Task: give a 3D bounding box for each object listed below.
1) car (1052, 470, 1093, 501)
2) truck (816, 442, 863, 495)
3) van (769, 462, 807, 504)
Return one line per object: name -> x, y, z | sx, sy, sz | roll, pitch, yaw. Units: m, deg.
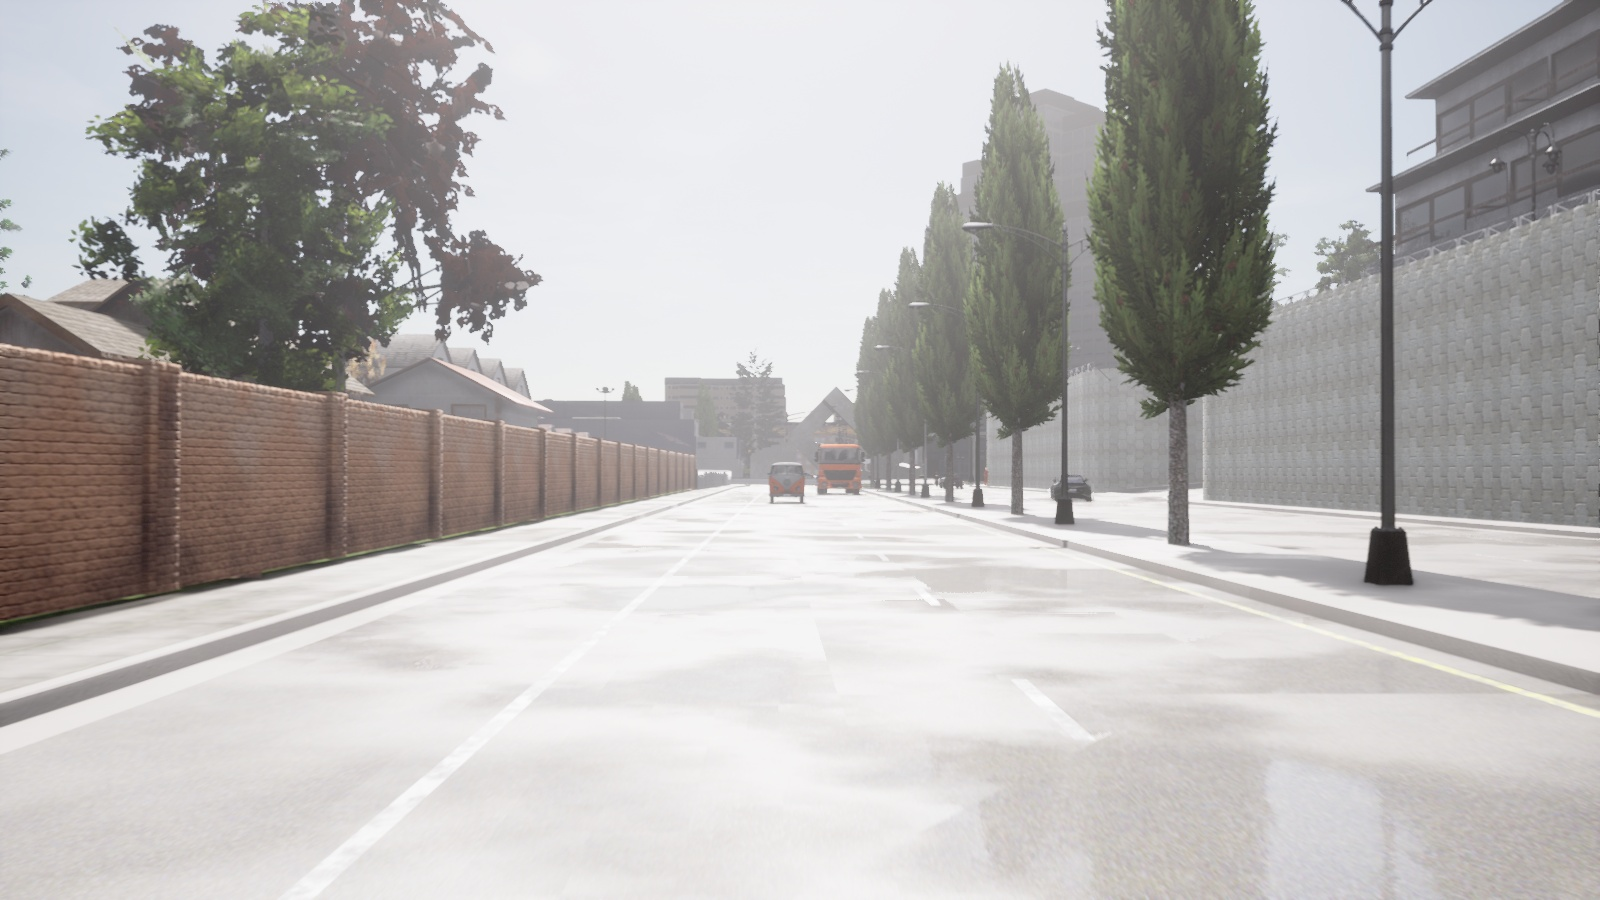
car -> 14.846, 1.897, 68.614 | 1.994, 1.385, 4.181 | -1, 2, 10
truck -> 2.650, 1.277, 86.914 | 2.891, 3.462, 7.936 | 0, -1, -1
van -> -0.605, 1.601, 61.597 | 1.775, 1.987, 4.442 | 0, -1, -1
